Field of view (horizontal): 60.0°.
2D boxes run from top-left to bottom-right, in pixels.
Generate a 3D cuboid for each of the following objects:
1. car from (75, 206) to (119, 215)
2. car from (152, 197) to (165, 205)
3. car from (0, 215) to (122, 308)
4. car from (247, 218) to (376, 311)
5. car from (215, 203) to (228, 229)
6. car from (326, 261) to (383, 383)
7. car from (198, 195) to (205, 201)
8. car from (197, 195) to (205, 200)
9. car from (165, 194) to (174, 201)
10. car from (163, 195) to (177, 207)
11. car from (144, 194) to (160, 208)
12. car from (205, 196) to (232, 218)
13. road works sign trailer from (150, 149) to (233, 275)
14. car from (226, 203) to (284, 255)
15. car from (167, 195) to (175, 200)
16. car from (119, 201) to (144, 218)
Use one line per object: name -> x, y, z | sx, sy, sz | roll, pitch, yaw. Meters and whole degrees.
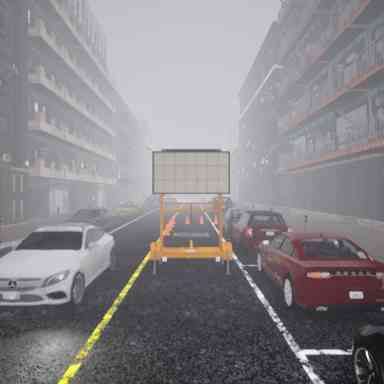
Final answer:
car -> -5.729, 1.564, 18.907 | 1.947, 1.339, 4.313 | 0, 0, 0
car -> -5.811, 1.566, 58.364 | 1.802, 1.307, 4.206 | 0, 0, 0
car -> -3.117, 1.525, 8.068 | 1.812, 1.442, 4.674 | 0, 0, 0
car -> 2.675, 1.544, 7.649 | 1.887, 1.381, 4.507 | 0, 0, 0
car -> 2.652, 1.549, 18.922 | 2.008, 1.369, 4.403 | 0, 0, 0
car -> 2.686, 1.566, 2.013 | 1.947, 1.339, 4.313 | 0, 0, 0
car -> 2.523, 1.497, 81.093 | 1.752, 1.417, 4.829 | 0, 0, 0
car -> 2.500, 1.509, 92.195 | 1.887, 1.381, 4.507 | 0, 0, 0
car -> -5.869, 1.408, 86.545 | 1.967, 1.590, 4.097 | 0, 0, 0
car -> -3.202, 1.535, 49.813 | 2.033, 1.411, 5.357 | 0, 0, 0
car -> -5.787, 1.429, 47.091 | 1.967, 1.590, 4.097 | 0, 0, 0
car -> 2.630, 1.310, 30.195 | 2.192, 1.841, 5.009 | 0, 0, 0
road works sign trailer -> -0.022, 0.464, 10.413 | 2.380, 3.560, 2.880 | 0, 0, 0
car -> 2.664, 1.439, 13.286 | 1.967, 1.590, 4.097 | 0, 0, 0
car -> -5.880, 1.509, 92.182 | 1.887, 1.381, 4.507 | 0, 0, 0
car -> -5.752, 1.521, 30.011 | 1.752, 1.417, 4.829 | 0, 0, 0
